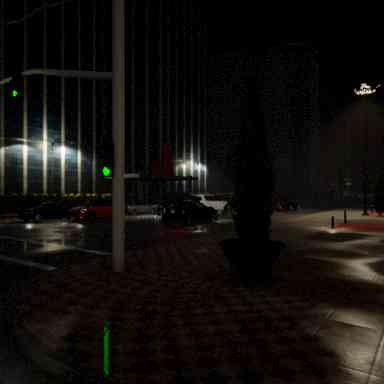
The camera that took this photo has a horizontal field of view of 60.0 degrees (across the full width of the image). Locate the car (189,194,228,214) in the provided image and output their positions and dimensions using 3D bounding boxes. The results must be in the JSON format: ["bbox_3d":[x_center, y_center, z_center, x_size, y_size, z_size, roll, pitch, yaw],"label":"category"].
[{"bbox_3d":[1.510,1.221,32.272,2.150,2.045,5.566,0,0,35],"label":"car"}]

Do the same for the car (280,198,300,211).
[{"bbox_3d":[11.747,1.505,40.844,1.837,1.490,4.892,0,0,35],"label":"car"}]

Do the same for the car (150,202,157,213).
[{"bbox_3d":[-1.711,1.352,34.113,2.097,1.767,4.553,0,0,35],"label":"car"}]

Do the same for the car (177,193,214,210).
[{"bbox_3d":[0.560,1.221,43.472,2.150,2.045,5.566,0,0,35],"label":"car"}]

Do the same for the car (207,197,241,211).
[{"bbox_3d":[4.129,1.491,42.470,2.128,1.511,4.902,0,0,35],"label":"car"}]

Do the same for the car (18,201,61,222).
[{"bbox_3d":[-11.235,1.478,26.574,1.882,1.535,5.008,0,0,35],"label":"car"}]

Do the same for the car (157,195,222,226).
[{"bbox_3d":[-0.067,1.352,23.885,2.097,1.767,4.553,0,0,35],"label":"car"}]

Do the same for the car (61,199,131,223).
[{"bbox_3d":[-7.400,1.352,25.952,2.097,1.767,4.553,0,0,35],"label":"car"}]

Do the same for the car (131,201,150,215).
[{"bbox_3d":[-5.573,1.601,34.699,1.895,1.301,4.718,0,0,35],"label":"car"}]
